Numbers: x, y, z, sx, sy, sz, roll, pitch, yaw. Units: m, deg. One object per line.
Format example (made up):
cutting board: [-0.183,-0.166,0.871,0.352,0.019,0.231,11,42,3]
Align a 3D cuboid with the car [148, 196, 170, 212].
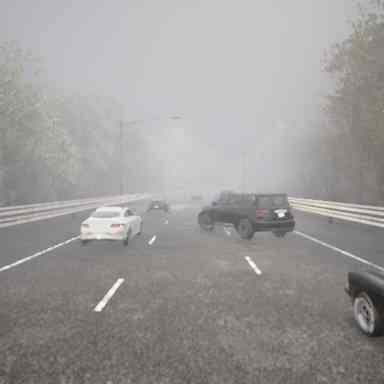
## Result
car: [-3.150,1.134,32.069,1.812,1.442,4.674,0,1,1]

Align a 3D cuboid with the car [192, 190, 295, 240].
car: [2.414,1.023,16.083,2.150,2.045,5.566,-1,1,-28]

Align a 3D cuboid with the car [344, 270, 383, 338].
car: [3.504,1.557,3.524,1.895,1.301,4.718,0,1,0]

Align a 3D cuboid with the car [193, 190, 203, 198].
car: [1.476,0.380,78.395,2.097,1.767,4.553,0,1,2]

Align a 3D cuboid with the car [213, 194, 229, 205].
car: [4.046,0.968,47.306,2.033,1.411,5.357,0,1,1]

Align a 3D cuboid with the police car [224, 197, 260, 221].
police car: [3.663,1.196,25.401,2.038,1.542,4.974,0,1,1]

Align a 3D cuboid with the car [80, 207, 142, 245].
car: [-3.338,1.351,14.294,1.812,1.442,4.674,0,1,0]

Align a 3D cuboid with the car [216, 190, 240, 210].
car: [3.827,0.777,36.380,2.150,2.045,5.566,0,1,1]
